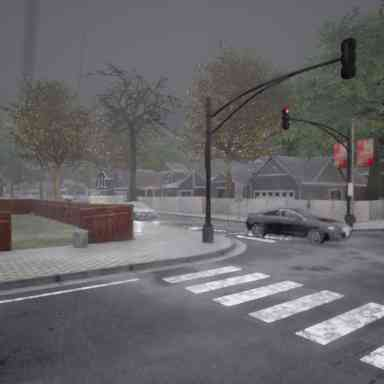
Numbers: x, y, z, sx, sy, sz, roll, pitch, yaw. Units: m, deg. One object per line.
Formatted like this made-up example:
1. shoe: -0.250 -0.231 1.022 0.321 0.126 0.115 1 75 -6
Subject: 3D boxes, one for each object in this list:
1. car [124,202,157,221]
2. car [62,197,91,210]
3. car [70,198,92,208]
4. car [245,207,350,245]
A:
1. car: -4.686 1.554 27.931 1.812 1.442 4.674 0 0 -36
2. car: -14.603 1.532 41.864 1.882 1.535 5.008 0 0 -35
3. car: -16.614 1.650 49.653 1.994 1.385 4.181 0 0 -35
4. car: 4.811 1.500 15.728 2.128 1.511 4.902 0 0 -45
